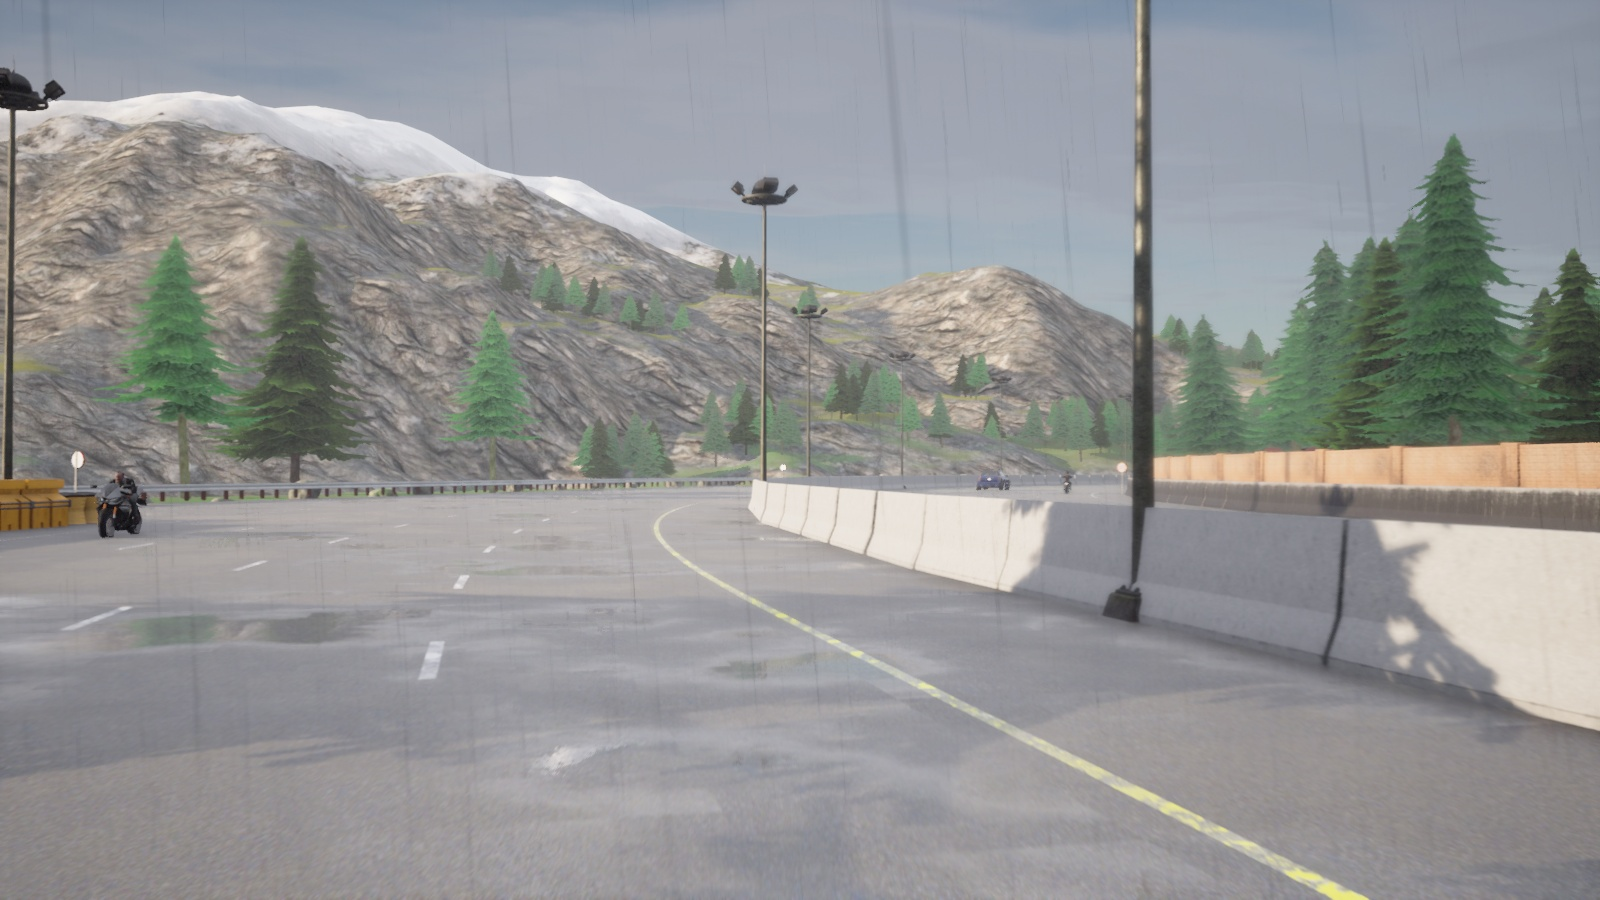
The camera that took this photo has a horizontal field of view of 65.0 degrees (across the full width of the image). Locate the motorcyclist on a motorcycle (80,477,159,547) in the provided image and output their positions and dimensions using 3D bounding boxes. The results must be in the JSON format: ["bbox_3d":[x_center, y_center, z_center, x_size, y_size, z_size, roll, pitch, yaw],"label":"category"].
[{"bbox_3d":[-15.538,1.383,28.753,0.866,1.530,2.191,0,-1,-8],"label":"motorcyclist on a motorcycle"}]
